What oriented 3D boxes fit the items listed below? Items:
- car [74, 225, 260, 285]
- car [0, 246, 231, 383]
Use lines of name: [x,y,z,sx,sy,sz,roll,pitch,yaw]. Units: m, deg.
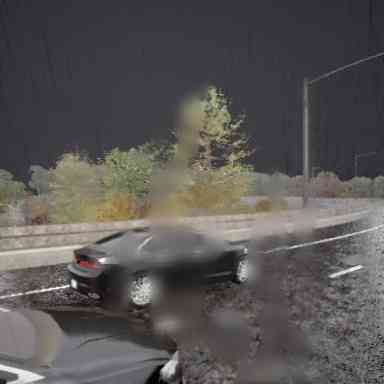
car: [-0.404,1.572,8.044,4.892,1.490,1.837,0,0,-38]
car: [-2.298,1.511,2.273,4.902,1.511,2.128,0,-1,-35]
